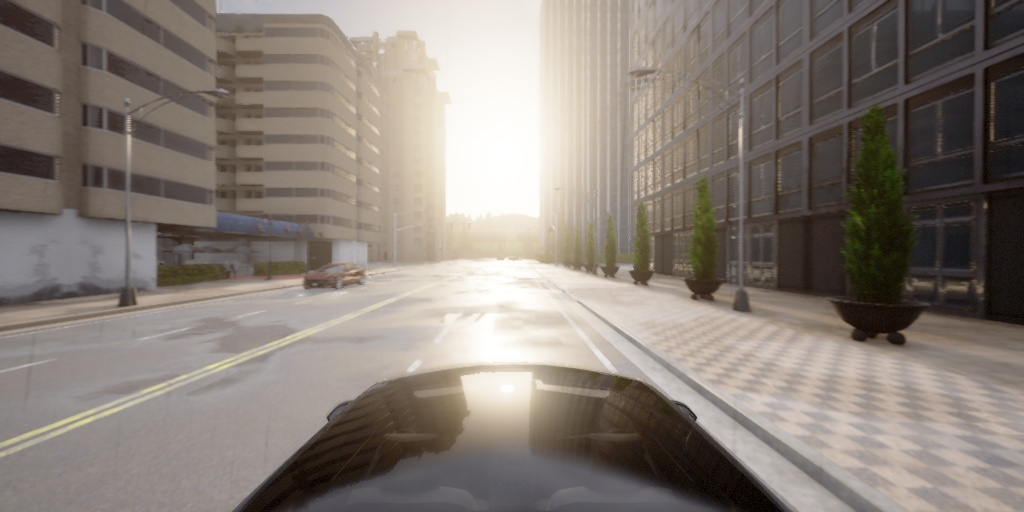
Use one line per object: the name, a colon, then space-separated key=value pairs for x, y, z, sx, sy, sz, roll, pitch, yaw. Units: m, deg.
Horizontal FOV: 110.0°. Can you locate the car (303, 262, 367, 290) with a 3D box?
car: x=-10.495 y=1.176 z=21.562 sx=1.882 sy=1.535 sz=5.008 roll=0 pitch=1 yaw=0
